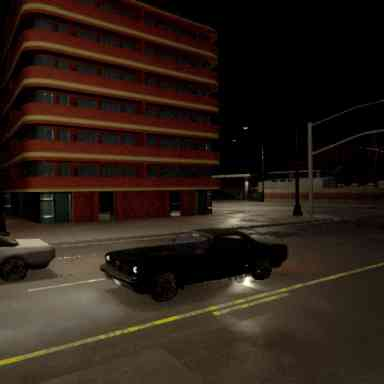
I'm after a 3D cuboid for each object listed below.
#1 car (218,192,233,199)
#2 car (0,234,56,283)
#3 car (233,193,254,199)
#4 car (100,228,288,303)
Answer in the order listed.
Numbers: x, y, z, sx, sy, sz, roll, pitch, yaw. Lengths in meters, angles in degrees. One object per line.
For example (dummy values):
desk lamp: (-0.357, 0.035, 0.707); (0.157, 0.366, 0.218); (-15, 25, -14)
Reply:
car: (8.918, 0.929, 86.177); (4.611, 1.667, 2.242); (-1, 1, -35)
car: (-6.064, 1.632, 8.267); (4.718, 1.301, 1.895); (0, 0, -35)
car: (12.889, 1.061, 81.955); (3.806, 1.475, 1.970); (-1, 1, -35)
car: (0.206, 1.628, 8.428); (4.718, 1.301, 1.895); (0, 0, -35)
